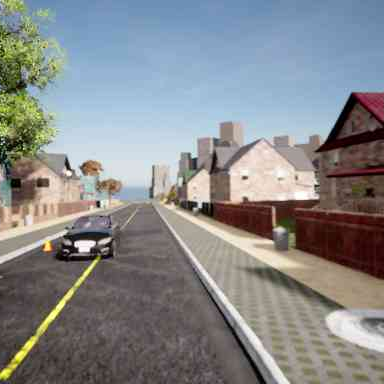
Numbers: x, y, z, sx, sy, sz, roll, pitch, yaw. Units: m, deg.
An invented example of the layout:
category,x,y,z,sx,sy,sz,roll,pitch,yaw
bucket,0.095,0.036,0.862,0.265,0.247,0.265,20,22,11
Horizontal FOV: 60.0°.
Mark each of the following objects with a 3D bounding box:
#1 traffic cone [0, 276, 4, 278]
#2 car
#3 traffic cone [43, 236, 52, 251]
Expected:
category,x,y,z,sx,sy,sz,roll,pitch,yaw
traffic cone,-5.543,2.128,9.349,0.340,0.580,0.340,-1,-1,-8
car,-3.921,1.693,13.547,2.128,1.511,4.902,-1,-1,-8
traffic cone,-6.203,2.197,14.306,0.340,0.580,0.340,-1,-1,-8
